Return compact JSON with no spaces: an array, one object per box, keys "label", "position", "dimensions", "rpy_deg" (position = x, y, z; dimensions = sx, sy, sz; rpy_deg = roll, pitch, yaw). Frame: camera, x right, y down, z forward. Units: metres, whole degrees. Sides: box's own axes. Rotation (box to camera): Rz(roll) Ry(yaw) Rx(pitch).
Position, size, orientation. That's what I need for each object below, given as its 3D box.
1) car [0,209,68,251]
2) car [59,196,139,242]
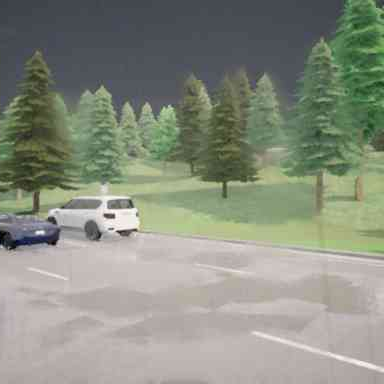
[{"label":"car","position":[-7.475,1.528,14.109],"dimensions":[4.181,1.385,1.994],"rpy_deg":[0,0,37]},{"label":"car","position":[-5.082,1.206,16.691],"dimensions":[5.566,2.045,2.150],"rpy_deg":[0,0,37]}]
